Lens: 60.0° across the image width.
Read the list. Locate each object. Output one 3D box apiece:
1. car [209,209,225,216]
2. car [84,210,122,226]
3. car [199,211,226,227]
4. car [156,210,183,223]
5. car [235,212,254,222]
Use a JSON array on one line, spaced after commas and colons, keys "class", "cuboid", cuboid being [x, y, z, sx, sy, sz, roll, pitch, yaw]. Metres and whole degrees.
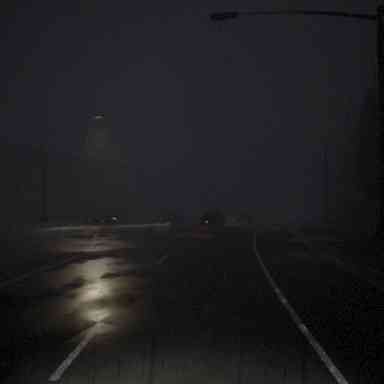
[{"class": "car", "cuboid": [5.460, 4.389, 71.617, 2.033, 1.411, 5.357, -1, -3, 21]}, {"class": "car", "cuboid": [-8.932, 2.572, 33.588, 2.128, 1.511, 4.902, -1, -3, 17]}, {"class": "car", "cuboid": [2.119, 2.626, 32.984, 1.837, 1.490, 4.892, -1, -3, 18]}, {"class": "car", "cuboid": [-2.709, 3.012, 41.010, 2.128, 1.511, 4.902, -1, -3, 21]}, {"class": "car", "cuboid": [7.579, 3.564, 47.724, 1.895, 1.301, 4.718, -1, -3, 21]}]
